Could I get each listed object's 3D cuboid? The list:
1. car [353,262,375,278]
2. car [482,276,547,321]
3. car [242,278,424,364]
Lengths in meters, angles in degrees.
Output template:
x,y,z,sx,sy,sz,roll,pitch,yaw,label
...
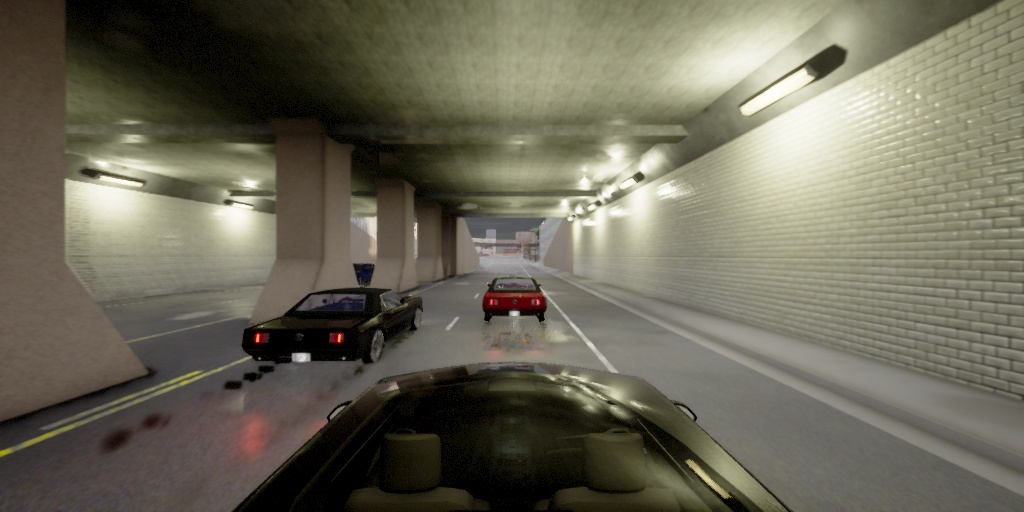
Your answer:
x,y,z,sx,sy,sz,roll,pitch,yaw,label
-10.599,1.221,24.532,1.882,1.535,5.008,0,0,0,car
0.079,1.348,12.421,1.895,1.301,4.718,0,0,0,car
-3.400,1.349,8.015,1.895,1.301,4.718,0,0,0,car
